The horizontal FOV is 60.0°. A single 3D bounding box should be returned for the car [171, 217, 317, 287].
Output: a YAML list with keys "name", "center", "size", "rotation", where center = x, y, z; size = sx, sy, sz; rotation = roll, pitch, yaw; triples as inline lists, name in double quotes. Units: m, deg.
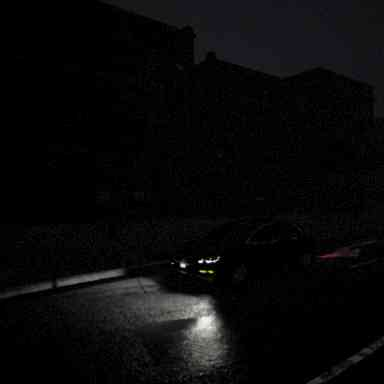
- name: "car"
  center: [1.670, 1.523, 9.508]
  size: [4.892, 1.490, 1.837]
  rotation: [0, 0, -39]
